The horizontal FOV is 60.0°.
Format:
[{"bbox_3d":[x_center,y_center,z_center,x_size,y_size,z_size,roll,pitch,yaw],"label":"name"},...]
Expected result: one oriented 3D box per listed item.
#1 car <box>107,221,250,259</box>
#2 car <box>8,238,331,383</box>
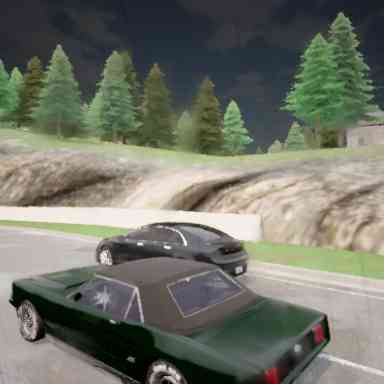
[{"bbox_3d":[-0.769,1.583,9.352,4.892,1.490,1.837,0,0,39],"label":"car"},{"bbox_3d":[-0.727,1.640,4.748,4.718,1.301,1.895,0,-1,39],"label":"car"}]
